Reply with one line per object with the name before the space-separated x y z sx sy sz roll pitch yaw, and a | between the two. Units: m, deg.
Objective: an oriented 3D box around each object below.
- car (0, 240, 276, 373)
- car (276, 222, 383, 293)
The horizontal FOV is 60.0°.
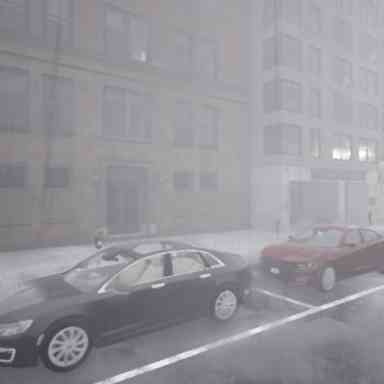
car | -0.909 1.548 5.540 4.403 1.369 2.008 0 0 -36
car | 3.717 1.535 8.840 4.507 1.381 1.887 0 0 -36
